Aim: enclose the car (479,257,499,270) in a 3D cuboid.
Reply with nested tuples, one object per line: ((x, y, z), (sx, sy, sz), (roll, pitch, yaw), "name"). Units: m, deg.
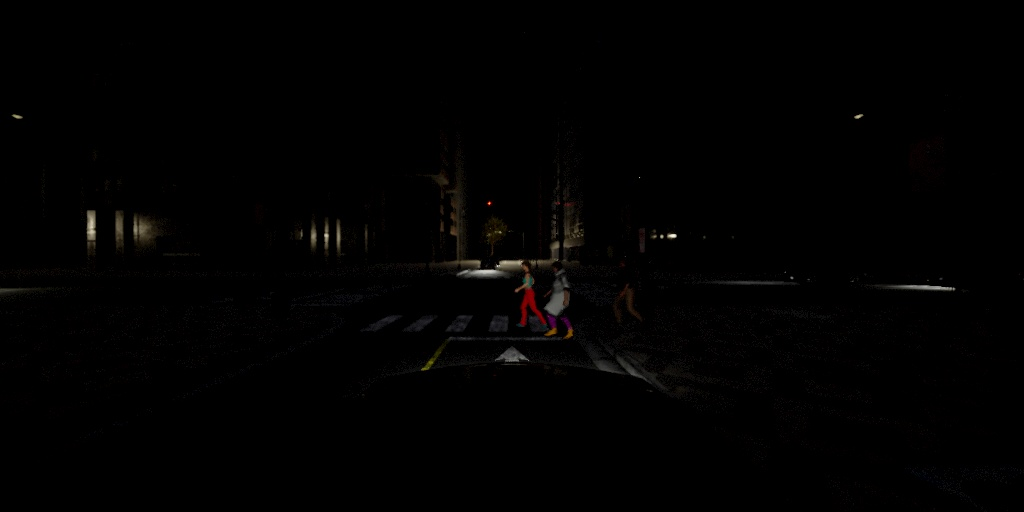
((-3.147, 0.998, 46.743), (2.128, 1.511, 4.902), (0, 0, 0), "car")

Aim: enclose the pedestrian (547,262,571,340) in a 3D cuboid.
((1.093, 1.008, 8.365), (0.375, 1.860, 0.375), (0, 0, 0), "pedestrian")

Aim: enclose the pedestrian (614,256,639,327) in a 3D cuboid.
((2.866, 0.853, 8.966), (0.375, 1.860, 0.375), (0, 0, 0), "pedestrian")

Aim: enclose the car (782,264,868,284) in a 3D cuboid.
((22.102, 1.241, 25.480), (4.718, 1.301, 1.895), (0, 0, 0), "car")

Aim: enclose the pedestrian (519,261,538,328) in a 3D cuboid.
((0.436, 1.001, 9.565), (0.375, 1.860, 0.375), (0, 0, 0), "pedestrian")

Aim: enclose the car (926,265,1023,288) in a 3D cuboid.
((28.562, 1.237, 22.206), (4.181, 1.385, 1.994), (0, 0, 0), "car")
